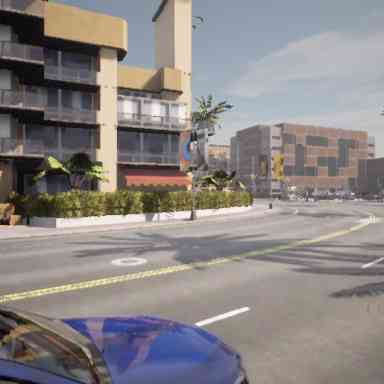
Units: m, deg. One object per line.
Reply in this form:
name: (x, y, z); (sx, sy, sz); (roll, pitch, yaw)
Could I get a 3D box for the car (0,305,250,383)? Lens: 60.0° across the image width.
car: (-1.631, 1.517, 2.115); (4.674, 1.442, 1.812); (0, 0, -35)

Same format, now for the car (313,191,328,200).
car: (34.339, 1.199, 86.109); (2.185, 1.767, 4.553); (0, 0, -24)
